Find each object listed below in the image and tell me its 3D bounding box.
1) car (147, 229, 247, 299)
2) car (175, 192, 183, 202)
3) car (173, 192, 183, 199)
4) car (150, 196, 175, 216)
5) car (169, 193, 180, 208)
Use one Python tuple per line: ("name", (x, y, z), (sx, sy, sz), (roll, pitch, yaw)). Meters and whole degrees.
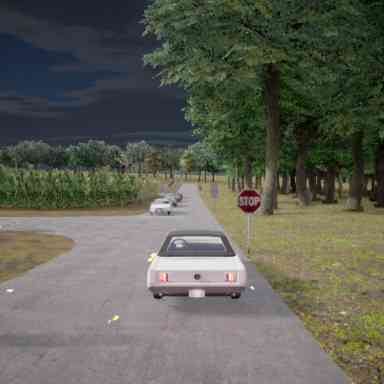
("car", (0.098, 1.590, 8.380), (1.895, 1.301, 4.718), (0, 0, 0))
("car", (-2.836, 0.956, 55.357), (1.994, 1.385, 4.181), (0, 1, 0))
("car", (-2.785, 0.684, 67.964), (1.895, 1.301, 4.718), (0, 1, 0))
("car", (-2.855, 1.380, 31.330), (1.812, 1.442, 4.674), (0, 1, 0))
("car", (-2.857, 1.203, 42.618), (1.812, 1.442, 4.674), (0, 1, 0))
